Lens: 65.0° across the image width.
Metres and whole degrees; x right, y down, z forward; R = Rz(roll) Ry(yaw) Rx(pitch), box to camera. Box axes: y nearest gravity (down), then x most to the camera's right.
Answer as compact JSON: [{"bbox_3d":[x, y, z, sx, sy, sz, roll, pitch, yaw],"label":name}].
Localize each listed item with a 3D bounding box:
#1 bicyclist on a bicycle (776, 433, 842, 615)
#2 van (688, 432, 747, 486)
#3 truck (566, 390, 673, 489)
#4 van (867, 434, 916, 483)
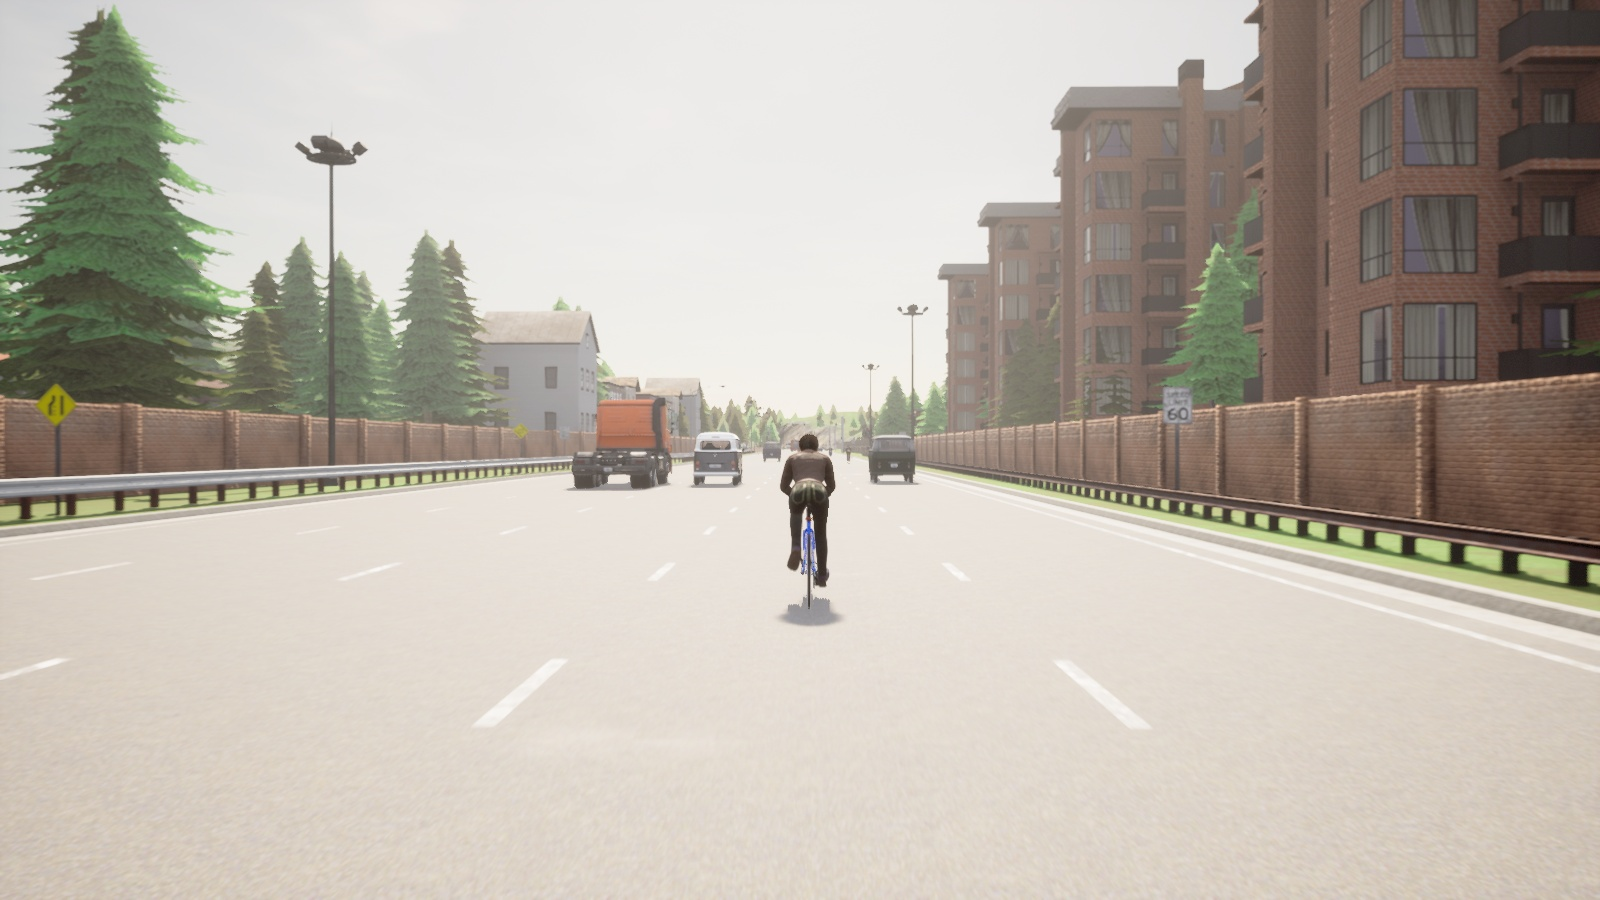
[{"bbox_3d":[0.084,0.663,12.046,0.582,1.620,1.656,0,0,0],"label":"bicyclist on a bicycle"},{"bbox_3d":[-3.202,0.316,49.598,2.069,2.038,4.480,0,0,0],"label":"van"},{"bbox_3d":[-6.710,-0.386,47.867,2.891,3.462,7.936,0,0,0],"label":"truck"},{"bbox_3d":[3.819,0.341,52.910,1.775,1.987,4.442,0,0,0],"label":"van"}]
